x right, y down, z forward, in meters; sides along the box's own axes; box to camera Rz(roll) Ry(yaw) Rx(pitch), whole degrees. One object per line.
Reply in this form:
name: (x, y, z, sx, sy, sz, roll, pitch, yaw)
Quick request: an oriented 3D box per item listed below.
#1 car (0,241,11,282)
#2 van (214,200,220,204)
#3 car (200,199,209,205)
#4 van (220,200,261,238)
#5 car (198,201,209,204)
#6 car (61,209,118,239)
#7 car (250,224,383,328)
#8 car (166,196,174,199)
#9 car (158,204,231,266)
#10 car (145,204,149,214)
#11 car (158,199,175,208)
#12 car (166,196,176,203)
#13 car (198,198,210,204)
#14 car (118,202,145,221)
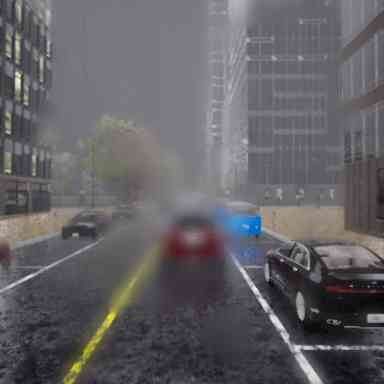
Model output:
car: (-5.690, 1.622, 7.035, 1.887, 1.381, 4.507, 0, -1, 0)
van: (2.778, 1.609, 29.837, 1.690, 1.788, 3.998, 0, 0, 0)
car: (2.701, 2.154, 73.640, 1.947, 1.339, 4.313, 0, 0, 0)
van: (2.695, 1.524, 18.441, 1.690, 1.788, 3.998, 0, 0, 0)
car: (0.049, 1.741, 27.273, 2.128, 1.511, 4.902, 0, 0, 0)
car: (-5.687, 1.748, 18.439, 1.947, 1.339, 4.313, 0, -1, 0)
car: (2.691, 1.628, 7.034, 2.008, 1.369, 4.403, 0, -1, 0)
car: (-5.680, 2.132, 73.639, 1.887, 1.381, 4.507, 0, 0, 0)
car: (0.047, 1.480, 12.217, 2.097, 1.767, 4.553, 0, -1, 0)
car: (-5.813, 1.846, 37.069, 1.752, 1.417, 4.829, 0, 0, 0)
car: (-3.022, 1.892, 40.219, 2.033, 1.411, 5.357, 0, 0, 0)
car: (-5.677, 2.026, 90.689, 2.192, 1.841, 5.009, 0, 0, 0)
car: (2.701, 1.987, 67.961, 1.967, 1.590, 4.097, 0, 0, 0)
car: (-5.766, 1.834, 29.835, 1.947, 1.339, 4.313, 0, 0, 0)
